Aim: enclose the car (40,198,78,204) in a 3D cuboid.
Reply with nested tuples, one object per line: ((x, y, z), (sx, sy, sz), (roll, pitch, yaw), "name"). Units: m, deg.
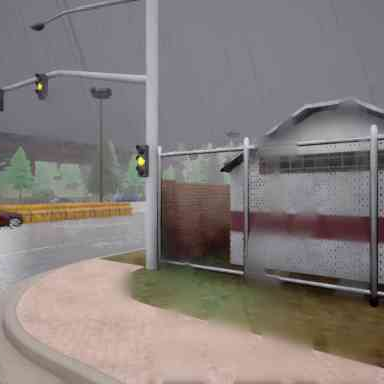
((-15.880, 1.505, 39.628), (1.837, 1.490, 4.892), (0, 0, 34), "car")

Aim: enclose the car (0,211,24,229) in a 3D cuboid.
((-12.399, 1.477, 19.295), (1.882, 1.535, 5.008), (0, 0, 34), "car")
